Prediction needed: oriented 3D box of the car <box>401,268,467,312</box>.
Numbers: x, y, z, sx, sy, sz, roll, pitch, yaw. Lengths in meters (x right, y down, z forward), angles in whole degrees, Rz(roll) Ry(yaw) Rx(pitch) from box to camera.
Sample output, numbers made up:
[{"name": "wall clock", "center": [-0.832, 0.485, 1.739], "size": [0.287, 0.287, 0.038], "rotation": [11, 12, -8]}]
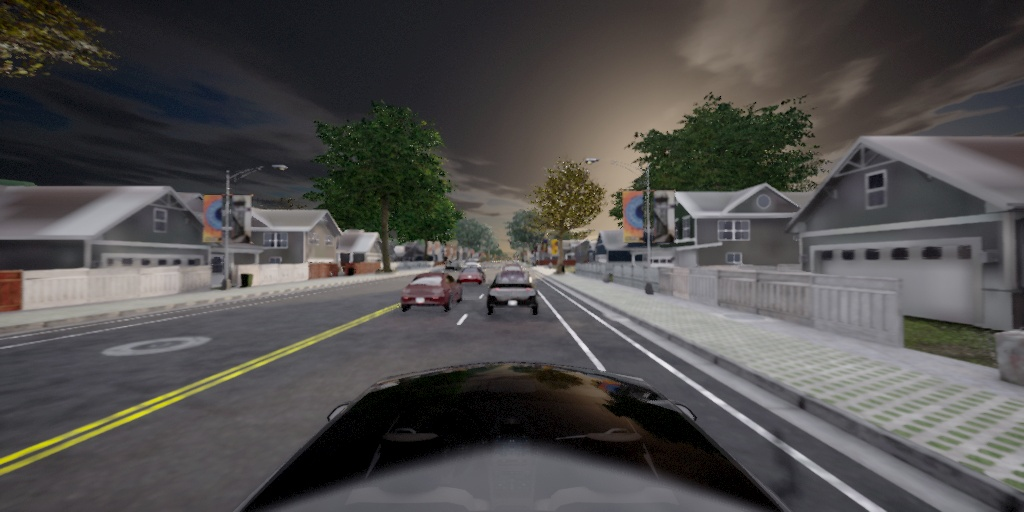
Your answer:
[{"name": "car", "center": [-3.205, 1.395, 14.898], "size": [1.812, 1.442, 4.674], "rotation": [0, 0, 0]}]

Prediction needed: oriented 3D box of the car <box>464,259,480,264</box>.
[{"name": "car", "center": [-6.568, 1.495, 59.353], "size": [2.150, 2.045, 5.566], "rotation": [0, -1, 1]}]

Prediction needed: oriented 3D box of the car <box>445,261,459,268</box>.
[{"name": "car", "center": [-9.821, 1.627, 59.516], "size": [2.097, 1.767, 4.553], "rotation": [0, -1, 0]}]

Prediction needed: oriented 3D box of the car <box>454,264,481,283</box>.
[{"name": "car", "center": [-3.213, 1.566, 29.319], "size": [1.994, 1.385, 4.181], "rotation": [0, 0, 0]}]

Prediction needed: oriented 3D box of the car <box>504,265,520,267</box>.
[{"name": "car", "center": [0.043, 1.488, 30.441], "size": [1.882, 1.535, 5.008], "rotation": [0, 0, 0]}]

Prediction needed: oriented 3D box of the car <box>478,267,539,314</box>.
[{"name": "car", "center": [0.039, 1.356, 14.253], "size": [2.128, 1.511, 4.902], "rotation": [0, 0, 0]}]
